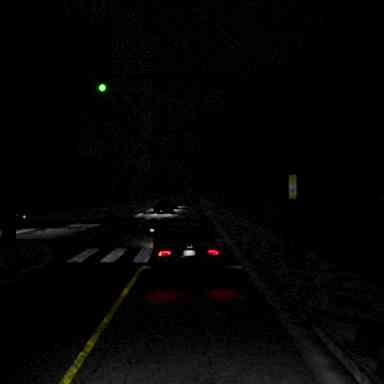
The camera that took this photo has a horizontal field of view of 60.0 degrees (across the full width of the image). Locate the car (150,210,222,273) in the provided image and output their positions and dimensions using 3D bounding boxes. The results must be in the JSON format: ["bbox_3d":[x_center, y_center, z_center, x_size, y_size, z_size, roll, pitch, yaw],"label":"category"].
[{"bbox_3d":[-0.345,1.551,10.679,2.033,1.411,5.357,0,0,-6],"label":"car"}]

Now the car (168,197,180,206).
[{"bbox_3d":[-2.997,1.649,56.912,1.812,1.442,4.674,0,0,0],"label":"car"}]

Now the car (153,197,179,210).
[{"bbox_3d":[-3.053,1.604,37.165,2.033,1.411,5.357,0,0,3],"label":"car"}]

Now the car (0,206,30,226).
[{"bbox_3d":[-13.104,1.629,22.075,4.181,1.385,1.994,0,-2,1],"label":"car"}]

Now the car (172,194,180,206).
[{"bbox_3d":[-3.063,1.440,46.793,2.097,1.767,4.553,0,0,0],"label":"car"}]
